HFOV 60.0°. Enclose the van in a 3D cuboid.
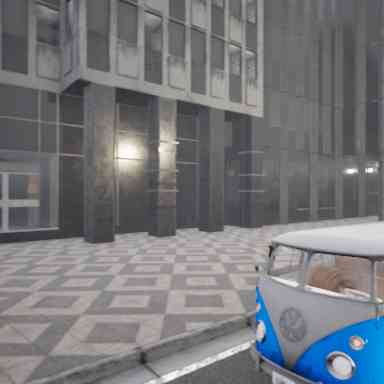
[{"bbox_3d":[2.556,1.345,4.531,3.998,1.788,1.690,0,0,-38],"label":"van"}]
